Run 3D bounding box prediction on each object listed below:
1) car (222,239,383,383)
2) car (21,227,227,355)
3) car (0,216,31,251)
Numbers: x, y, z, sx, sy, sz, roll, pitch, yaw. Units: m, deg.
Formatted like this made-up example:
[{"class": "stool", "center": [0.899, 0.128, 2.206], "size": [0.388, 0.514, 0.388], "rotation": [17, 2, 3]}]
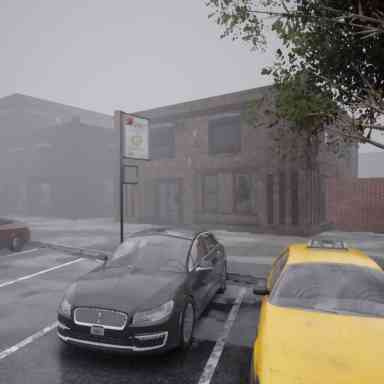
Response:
[{"class": "car", "center": [1.872, 1.480, 4.536], "size": [1.946, 1.575, 5.366], "rotation": [1, -1, 16]}, {"class": "car", "center": [-0.514, 1.487, 6.467], "size": [2.231, 1.521, 4.892], "rotation": [1, -1, 16]}, {"class": "car", "center": [-7.830, 1.528, 11.710], "size": [2.002, 1.452, 4.674], "rotation": [1, -1, 16]}]
